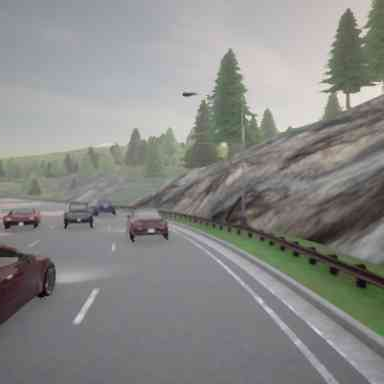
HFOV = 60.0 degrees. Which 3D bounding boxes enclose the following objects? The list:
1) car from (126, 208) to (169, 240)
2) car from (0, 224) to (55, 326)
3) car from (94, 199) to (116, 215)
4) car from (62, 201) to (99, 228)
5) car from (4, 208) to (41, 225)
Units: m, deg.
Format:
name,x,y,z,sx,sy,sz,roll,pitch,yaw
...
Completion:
name,x,y,z,sx,sy,sz,roll,pitch,yaw
car,-2.364,1.564,17.164,1.812,1.442,4.674,0,0,-14
car,-3.865,1.562,5.646,1.812,1.442,4.674,0,0,-5
car,-9.522,1.466,34.718,2.097,1.767,4.553,0,0,-28
car,-7.995,1.581,23.326,2.128,1.511,4.902,0,0,-21
car,-11.495,1.716,22.853,1.895,1.301,4.718,0,0,-21
